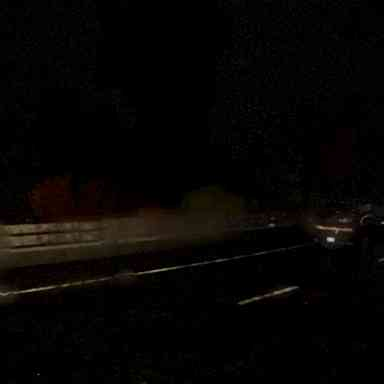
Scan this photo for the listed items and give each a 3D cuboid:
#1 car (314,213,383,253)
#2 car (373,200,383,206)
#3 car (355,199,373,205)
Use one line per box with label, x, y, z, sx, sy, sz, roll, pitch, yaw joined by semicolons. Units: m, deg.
car;7.148;1.655;14.534;4.902;1.511;2.128;1;0;-43
car;42.917;2.422;76.832;1.994;1.385;4.181;0;0;5
car;39.450;2.373;77.308;1.812;1.442;4.674;0;0;5
